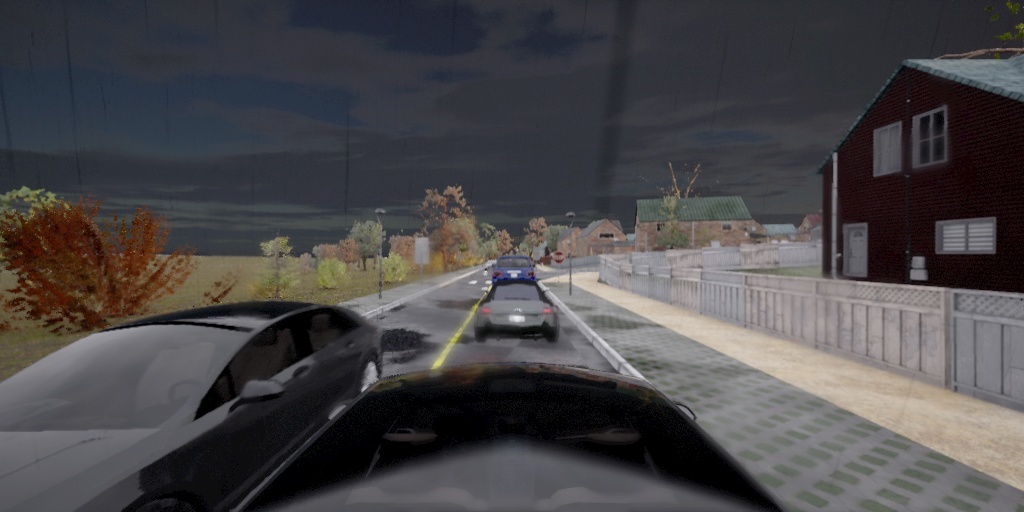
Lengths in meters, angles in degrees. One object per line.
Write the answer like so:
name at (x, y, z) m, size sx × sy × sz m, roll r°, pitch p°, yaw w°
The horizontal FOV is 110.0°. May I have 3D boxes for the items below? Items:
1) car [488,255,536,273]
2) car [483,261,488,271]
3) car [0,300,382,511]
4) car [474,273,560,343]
car at (0.097, 0.984, 19.125) m, size 2.150 × 2.045 × 5.566 m, roll 0°, pitch 0°, yaw 0°
car at (-2.847, 1.325, 50.330) m, size 1.812 × 1.442 × 4.674 m, roll 0°, pitch 0°, yaw 0°
car at (-2.750, 1.256, 3.262) m, size 1.837 × 1.490 × 4.892 m, roll 0°, pitch 0°, yaw 0°
car at (0.101, 1.319, 9.694) m, size 1.994 × 1.385 × 4.181 m, roll 0°, pitch 0°, yaw 0°
